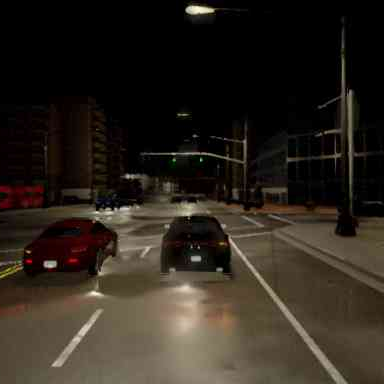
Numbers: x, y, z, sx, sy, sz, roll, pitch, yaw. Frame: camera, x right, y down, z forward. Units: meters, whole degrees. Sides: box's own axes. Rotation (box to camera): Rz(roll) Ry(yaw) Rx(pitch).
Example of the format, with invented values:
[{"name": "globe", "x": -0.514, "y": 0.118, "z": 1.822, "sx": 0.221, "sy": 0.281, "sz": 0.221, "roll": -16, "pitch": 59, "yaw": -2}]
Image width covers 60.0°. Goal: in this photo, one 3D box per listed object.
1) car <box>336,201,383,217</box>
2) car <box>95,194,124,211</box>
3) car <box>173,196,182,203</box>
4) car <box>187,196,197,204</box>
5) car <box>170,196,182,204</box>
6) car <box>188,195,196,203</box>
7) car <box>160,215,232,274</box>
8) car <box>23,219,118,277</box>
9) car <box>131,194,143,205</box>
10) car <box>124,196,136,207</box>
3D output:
[{"name": "car", "x": 14.772, "y": 1.451, "z": 27.979, "sx": 4.718, "sy": 1.301, "sz": 1.895, "roll": 0, "pitch": 0, "yaw": 1}, {"name": "car", "x": -10.565, "y": 1.288, "z": 42.262, "sx": 2.150, "sy": 2.045, "sz": 5.566, "roll": 0, "pitch": 0, "yaw": 0}, {"name": "car", "x": -3.480, "y": 1.826, "z": 80.672, "sx": 1.837, "sy": 1.490, "sz": 4.892, "roll": 0, "pitch": -1, "yaw": 0}, {"name": "car", "x": 0.023, "y": 1.759, "z": 71.664, "sx": 1.882, "sy": 1.535, "sz": 5.008, "roll": 0, "pitch": -1, "yaw": 0}, {"name": "car", "x": -3.483, "y": 1.815, "z": 70.669, "sx": 1.812, "sy": 1.442, "sz": 4.674, "roll": 0, "pitch": -1, "yaw": 0}, {"name": "car", "x": 0.020, "y": 1.742, "z": 81.889, "sx": 2.097, "sy": 1.767, "sz": 4.553, "roll": 0, "pitch": -1, "yaw": 0}, {"name": "car", "x": 0.114, "y": 1.480, "z": 10.585, "sx": 1.882, "sy": 1.535, "sz": 5.008, "roll": 0, "pitch": 0, "yaw": 0}, {"name": "car", "x": -3.504, "y": 1.553, "z": 10.261, "sx": 1.812, "sy": 1.442, "sz": 4.674, "roll": 0, "pitch": 0, "yaw": -3}, {"name": "car", "x": -10.497, "y": 1.473, "z": 62.546, "sx": 2.150, "sy": 2.045, "sz": 5.566, "roll": 0, "pitch": -1, "yaw": 0}, {"name": "car", "x": -10.538, "y": 1.747, "z": 52.331, "sx": 1.895, "sy": 1.301, "sz": 4.718, "roll": 0, "pitch": -1, "yaw": 1}]
